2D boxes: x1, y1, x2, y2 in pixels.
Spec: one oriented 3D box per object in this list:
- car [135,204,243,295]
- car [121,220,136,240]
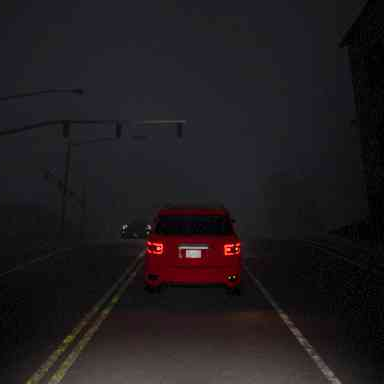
[{"bbox_3d":[0.055,1.346,9.224,2.150,2.045,5.566,1,-1,1],"label":"car"},{"bbox_3d":[-3.680,2.758,23.878,2.097,1.767,4.553,0,-13,0],"label":"car"}]
